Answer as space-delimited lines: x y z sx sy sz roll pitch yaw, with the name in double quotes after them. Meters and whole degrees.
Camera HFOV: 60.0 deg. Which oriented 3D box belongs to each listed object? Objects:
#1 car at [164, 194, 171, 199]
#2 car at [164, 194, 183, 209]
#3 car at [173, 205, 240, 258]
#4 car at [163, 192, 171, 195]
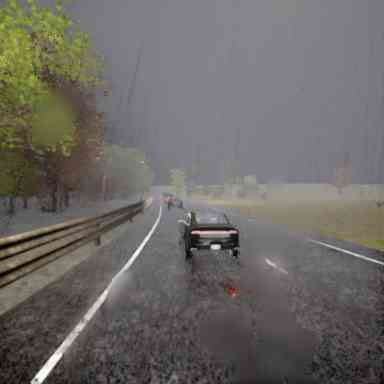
-6.815 1.273 93.380 1.882 1.535 5.008 0 0 -5 "car"
-2.198 1.418 42.551 2.128 1.511 4.902 0 0 -5 "car"
0.514 1.478 12.690 2.128 1.511 4.902 0 0 -5 "car"
-4.090 1.231 63.358 2.097 1.767 4.553 0 0 -5 "car"
